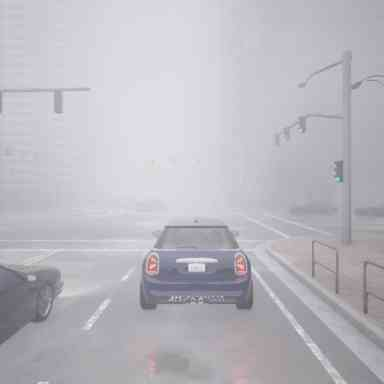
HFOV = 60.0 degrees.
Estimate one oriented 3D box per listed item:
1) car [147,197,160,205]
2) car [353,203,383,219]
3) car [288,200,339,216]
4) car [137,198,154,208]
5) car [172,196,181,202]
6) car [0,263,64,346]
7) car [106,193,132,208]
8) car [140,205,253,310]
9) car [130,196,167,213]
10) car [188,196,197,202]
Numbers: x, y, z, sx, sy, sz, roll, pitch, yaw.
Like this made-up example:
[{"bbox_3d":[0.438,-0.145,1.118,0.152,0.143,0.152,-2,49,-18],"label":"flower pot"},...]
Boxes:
[{"bbox_3d":[-6.972,1.601,60.367,1.895,1.301,4.718,0,0,0],"label":"car"},{"bbox_3d":[16.502,1.601,28.634,4.718,1.301,1.895,0,0,1],"label":"car"},{"bbox_3d":[11.708,1.526,32.177,4.674,1.442,1.812,0,0,1],"label":"car"},{"bbox_3d":[-7.013,1.564,50.406,1.994,1.385,4.181,0,0,0],"label":"car"},{"bbox_3d":[-3.383,1.465,72.231,2.033,1.411,5.357,0,0,0],"label":"car"},{"bbox_3d":[-3.414,1.547,4.142,2.033,1.411,5.357,0,0,-1],"label":"car"},{"bbox_3d":[-10.519,1.352,48.143,2.097,1.767,4.553,0,0,0],"label":"car"},{"bbox_3d":[0.092,1.352,8.000,2.097,1.767,4.553,0,0,0],"label":"car"},{"bbox_3d":[-4.368,1.477,36.295,1.882,1.535,5.008,1,0,19],"label":"car"},{"bbox_3d":[0.123,1.553,72.632,1.994,1.385,4.181,0,0,0],"label":"car"}]
